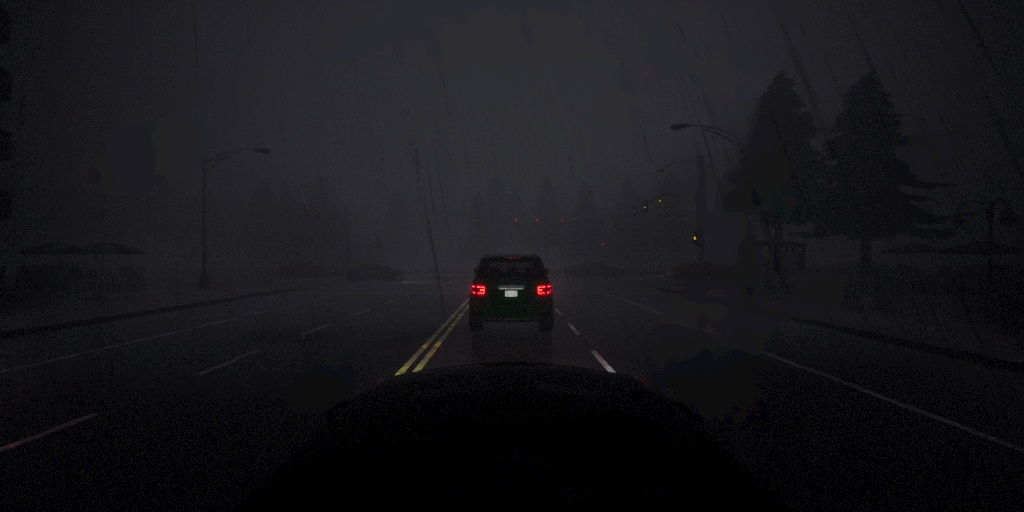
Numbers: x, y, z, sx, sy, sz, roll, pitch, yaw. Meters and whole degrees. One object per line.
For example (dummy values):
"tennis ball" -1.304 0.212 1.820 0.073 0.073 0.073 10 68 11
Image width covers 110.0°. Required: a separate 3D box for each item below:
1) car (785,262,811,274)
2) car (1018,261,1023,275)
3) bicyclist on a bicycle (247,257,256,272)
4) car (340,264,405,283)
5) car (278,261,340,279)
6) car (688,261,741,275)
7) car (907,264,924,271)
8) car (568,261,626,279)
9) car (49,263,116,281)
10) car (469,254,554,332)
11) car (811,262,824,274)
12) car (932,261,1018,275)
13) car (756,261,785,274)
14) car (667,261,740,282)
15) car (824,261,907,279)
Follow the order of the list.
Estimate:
"car" 30.596 1.295 38.184 4.718 1.301 1.895 0 0 1
"car" 49.335 1.199 35.419 4.892 1.490 1.837 0 0 20
"bicyclist on a bicycle" -30.106 0.995 41.533 0.582 1.620 1.656 0 0 -1
"car" -10.314 1.290 27.216 4.181 1.385 1.994 0 0 -1
"car" -17.206 1.172 30.655 5.008 1.535 1.882 0 0 -1
"car" 21.491 1.220 38.176 4.674 1.442 1.812 0 0 0
"car" 39.727 1.295 37.662 4.718 1.301 1.895 0 0 7
"car" 7.272 1.217 30.874 4.892 1.490 1.837 0 0 -1
"car" -33.057 1.295 26.971 4.718 1.301 1.895 0 0 -2
"car" -0.022 0.971 11.024 2.150 2.045 5.566 0 0 0
"car" 32.691 1.242 34.680 5.357 1.411 2.033 0 0 1
"car" 42.803 1.186 33.619 4.902 1.511 2.128 0 0 13
"car" 22.940 1.186 34.681 4.902 1.511 2.128 0 0 0
"car" 14.521 1.171 27.441 5.008 1.535 1.882 0 0 -1
"car" 30.530 1.199 31.071 4.892 1.490 1.837 0 0 0
